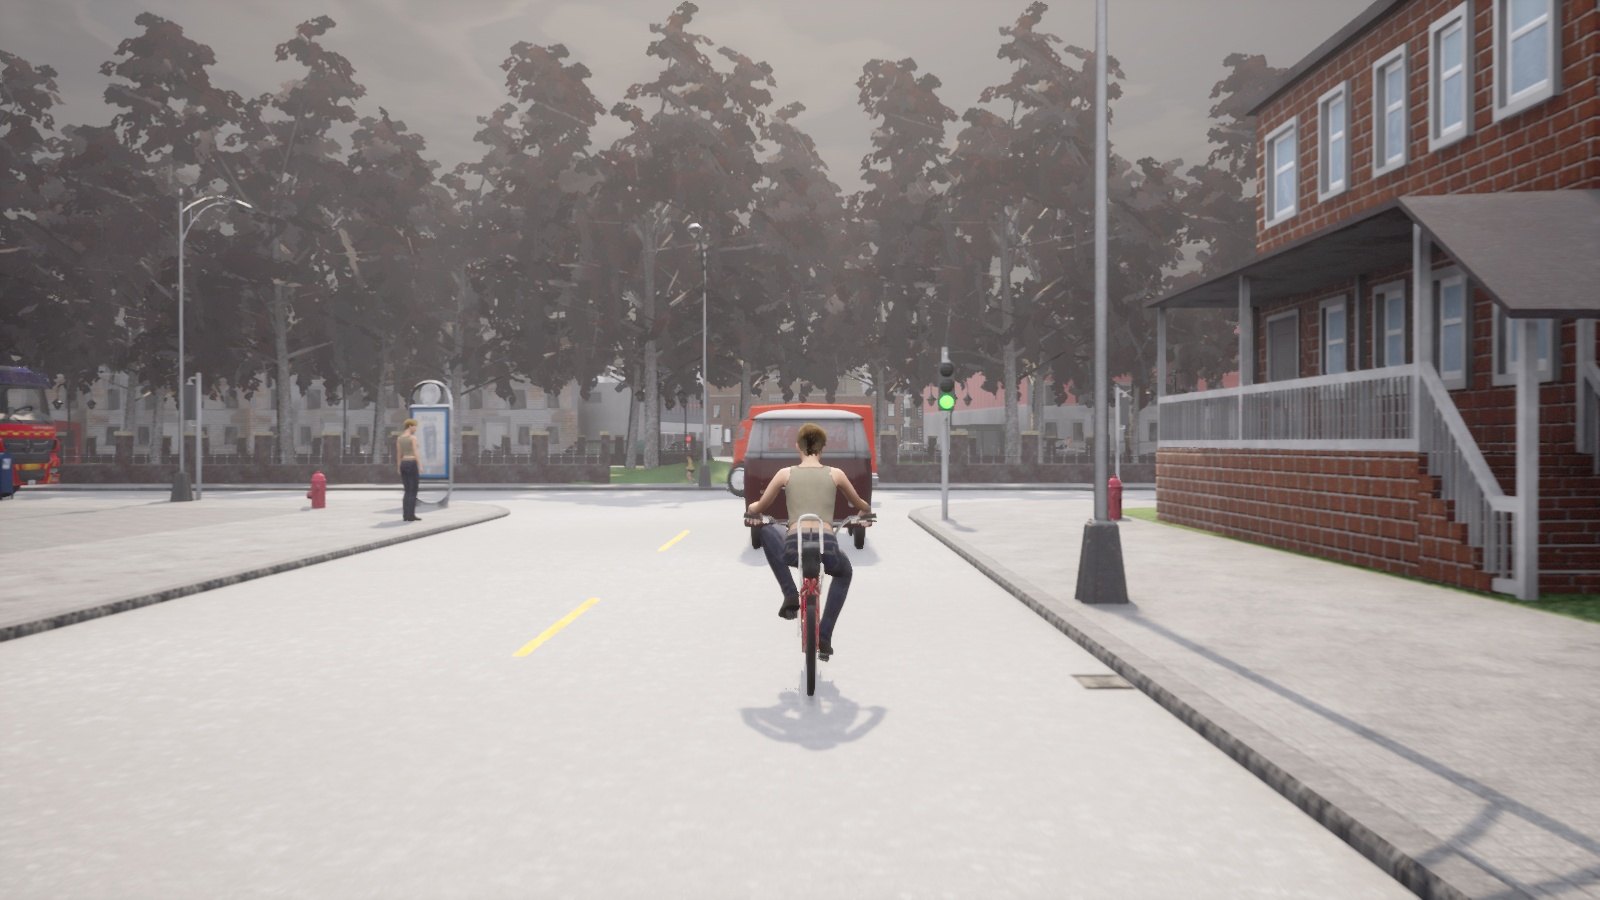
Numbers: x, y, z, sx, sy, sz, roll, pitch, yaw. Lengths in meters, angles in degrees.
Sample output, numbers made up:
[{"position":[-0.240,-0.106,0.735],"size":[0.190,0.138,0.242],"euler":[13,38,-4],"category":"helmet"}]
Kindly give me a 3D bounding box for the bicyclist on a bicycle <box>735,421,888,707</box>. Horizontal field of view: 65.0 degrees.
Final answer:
[{"position":[0.064,0.639,7.844],"size":[0.866,1.612,1.509],"euler":[0,0,0],"category":"bicyclist on a bicycle"}]

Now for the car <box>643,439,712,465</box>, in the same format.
[{"position":[-8.403,0.111,86.366],"size":[4.553,1.767,2.097],"euler":[0,0,0],"category":"car"}]

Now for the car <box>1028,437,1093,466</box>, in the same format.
[{"position":[17.010,0.093,82.245],"size":[3.866,1.878,1.905],"euler":[0,0,0],"category":"car"}]

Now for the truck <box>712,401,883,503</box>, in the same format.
[{"position":[-0.196,0.068,33.299],"size":[2.627,2.467,5.204],"euler":[1,0,-24],"category":"truck"}]

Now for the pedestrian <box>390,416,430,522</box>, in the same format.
[{"position":[-6.881,0.326,22.151],"size":[0.345,1.836,0.594],"euler":[0,0,32],"category":"pedestrian"}]

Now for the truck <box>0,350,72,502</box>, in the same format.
[{"position":[-24.262,-0.624,33.145],"size":[8.468,3.827,2.891],"euler":[0,0,1],"category":"truck"}]

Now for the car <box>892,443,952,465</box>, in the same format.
[{"position":[7.969,0.255,82.289],"size":[3.806,1.475,1.970],"euler":[0,0,1],"category":"car"}]

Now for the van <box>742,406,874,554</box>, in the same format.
[{"position":[0.122,0.392,19.100],"size":[1.775,1.987,4.442],"euler":[0,0,0],"category":"van"}]
